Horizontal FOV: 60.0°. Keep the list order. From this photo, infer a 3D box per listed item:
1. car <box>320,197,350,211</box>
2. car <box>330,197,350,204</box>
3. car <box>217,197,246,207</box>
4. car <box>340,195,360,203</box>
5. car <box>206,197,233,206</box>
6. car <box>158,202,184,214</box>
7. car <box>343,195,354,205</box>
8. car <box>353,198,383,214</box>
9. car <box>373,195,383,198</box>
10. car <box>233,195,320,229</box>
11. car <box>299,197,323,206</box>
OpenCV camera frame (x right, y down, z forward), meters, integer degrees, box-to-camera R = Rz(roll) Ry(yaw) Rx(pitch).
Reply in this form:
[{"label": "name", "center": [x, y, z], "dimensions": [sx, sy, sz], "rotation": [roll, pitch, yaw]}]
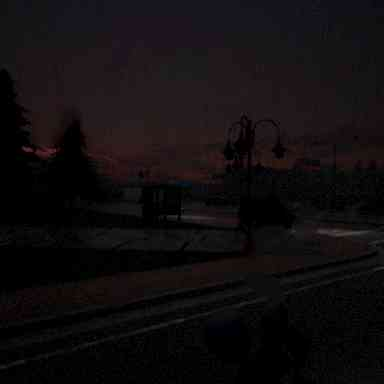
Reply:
[{"label": "car", "center": [17.538, 1.686, 42.577], "dimensions": [1.970, 1.475, 3.806], "rotation": [1, 0, -36]}, {"label": "car", "center": [34.654, 1.915, 77.804], "dimensions": [1.970, 1.475, 3.806], "rotation": [1, 0, -36]}, {"label": "car", "center": [6.808, 1.633, 57.851], "dimensions": [2.152, 1.636, 5.027], "rotation": [1, 0, -36]}, {"label": "car", "center": [37.716, 1.656, 79.241], "dimensions": [1.905, 1.878, 3.866], "rotation": [1, 0, -36]}, {"label": "car", "center": [4.286, 1.619, 55.985], "dimensions": [2.007, 1.523, 4.514], "rotation": [1, 0, -36]}, {"label": "car", "center": [-2.865, 1.750, 35.586], "dimensions": [1.895, 1.301, 4.718], "rotation": [1, 0, -36]}, {"label": "car", "center": [29.064, 1.761, 64.266], "dimensions": [2.007, 1.523, 4.514], "rotation": [1, 0, -36]}, {"label": "car", "center": [19.426, 1.653, 34.806], "dimensions": [1.845, 1.501, 3.633], "rotation": [1, 0, -36]}, {"label": "car", "center": [39.615, 1.652, 70.928], "dimensions": [1.932, 1.855, 4.605], "rotation": [1, 0, -36]}, {"label": "car", "center": [5.796, 1.370, 23.708], "dimensions": [2.150, 2.045, 5.566], "rotation": [1, 0, -36]}, {"label": "car", "center": [20.908, 1.709, 58.492], "dimensions": [1.845, 1.501, 3.633], "rotation": [1, 0, -36]}]
